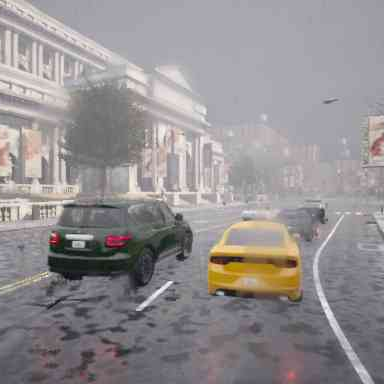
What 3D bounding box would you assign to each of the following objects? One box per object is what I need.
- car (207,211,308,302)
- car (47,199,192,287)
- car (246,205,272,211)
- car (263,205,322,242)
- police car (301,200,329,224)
[{"bbox_3d":[1.700,1.477,8.446,1.882,1.535,5.008,0,0,15],"label":"car"},{"bbox_3d":[-1.659,1.219,9.639,2.150,2.045,5.566,0,0,16],"label":"car"},{"bbox_3d":[5.297,1.600,24.965,1.895,1.301,4.718,0,0,27],"label":"car"},{"bbox_3d":[5.162,1.564,16.744,1.994,1.385,4.181,0,0,26],"label":"car"},{"bbox_3d":[9.169,1.425,25.099,1.930,1.638,5.238,0,0,27],"label":"police car"}]
